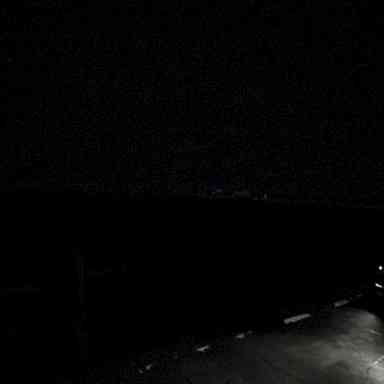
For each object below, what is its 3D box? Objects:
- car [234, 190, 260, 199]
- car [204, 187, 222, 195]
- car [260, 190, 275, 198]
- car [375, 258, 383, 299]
[{"bbox_3d":[9.721,0.411,61.455,1.812,1.442,4.674,-3,4,-35],"label":"car"},{"bbox_3d":[4.588,-0.361,73.534,2.097,1.767,4.553,-3,3,-35],"label":"car"},{"bbox_3d":[13.146,0.326,61.460,2.128,1.511,4.902,-3,4,-35],"label":"car"},{"bbox_3d":[5.875,1.535,7.264,4.902,1.511,2.128,0,0,-36],"label":"car"}]
